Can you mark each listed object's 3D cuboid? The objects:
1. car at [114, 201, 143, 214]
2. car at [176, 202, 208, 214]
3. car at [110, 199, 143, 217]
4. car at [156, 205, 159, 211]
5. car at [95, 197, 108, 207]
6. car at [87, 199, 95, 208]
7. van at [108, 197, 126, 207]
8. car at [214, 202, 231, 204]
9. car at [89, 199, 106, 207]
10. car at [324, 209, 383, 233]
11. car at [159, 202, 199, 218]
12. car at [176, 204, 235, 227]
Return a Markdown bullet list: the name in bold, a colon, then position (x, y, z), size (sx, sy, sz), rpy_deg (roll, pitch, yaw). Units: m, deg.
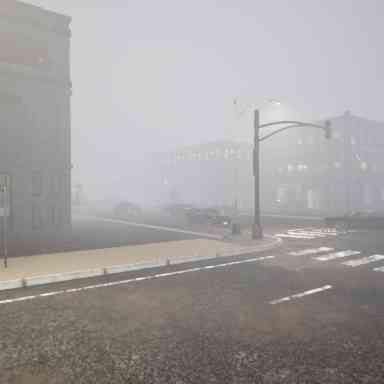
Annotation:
- **car**: position (-8.211, 1.971, 42.503), size (1.812, 1.442, 4.674), rpy_deg (-1, 0, -35)
- **car**: position (-0.110, 1.904, 41.086), size (1.802, 1.307, 4.206), rpy_deg (-2, 0, -36)
- **car**: position (-6.933, 1.846, 36.214), size (1.967, 1.590, 4.097), rpy_deg (-1, 0, -36)
- **car**: position (-3.326, 1.966, 45.590), size (1.802, 1.307, 4.206), rpy_deg (-2, 0, -36)
- **car**: position (-16.198, 1.940, 63.609), size (2.192, 1.841, 5.009), rpy_deg (-1, 0, -36)
- **car**: position (-19.223, 2.160, 63.414), size (2.128, 1.511, 4.902), rpy_deg (-1, 0, -36)
- **van**: position (-12.981, 1.907, 59.104), size (1.690, 1.788, 3.998), rpy_deg (-1, 0, -36)
- **car**: position (3.105, 1.810, 36.580), size (2.008, 1.369, 4.403), rpy_deg (-2, 0, -36)
- **car**: position (-19.408, 2.228, 68.114), size (1.887, 1.381, 4.507), rpy_deg (-1, 0, -36)
- **car**: position (9.960, 1.628, 18.378), size (4.718, 1.301, 1.895), rpy_deg (-2, -1, 43)
- **car**: position (-0.809, 1.779, 32.114), size (1.882, 1.535, 5.008), rpy_deg (-1, -1, -36)
- **car**: position (1.035, 1.814, 24.850), size (1.947, 1.339, 4.313), rpy_deg (-2, 0, -36)
